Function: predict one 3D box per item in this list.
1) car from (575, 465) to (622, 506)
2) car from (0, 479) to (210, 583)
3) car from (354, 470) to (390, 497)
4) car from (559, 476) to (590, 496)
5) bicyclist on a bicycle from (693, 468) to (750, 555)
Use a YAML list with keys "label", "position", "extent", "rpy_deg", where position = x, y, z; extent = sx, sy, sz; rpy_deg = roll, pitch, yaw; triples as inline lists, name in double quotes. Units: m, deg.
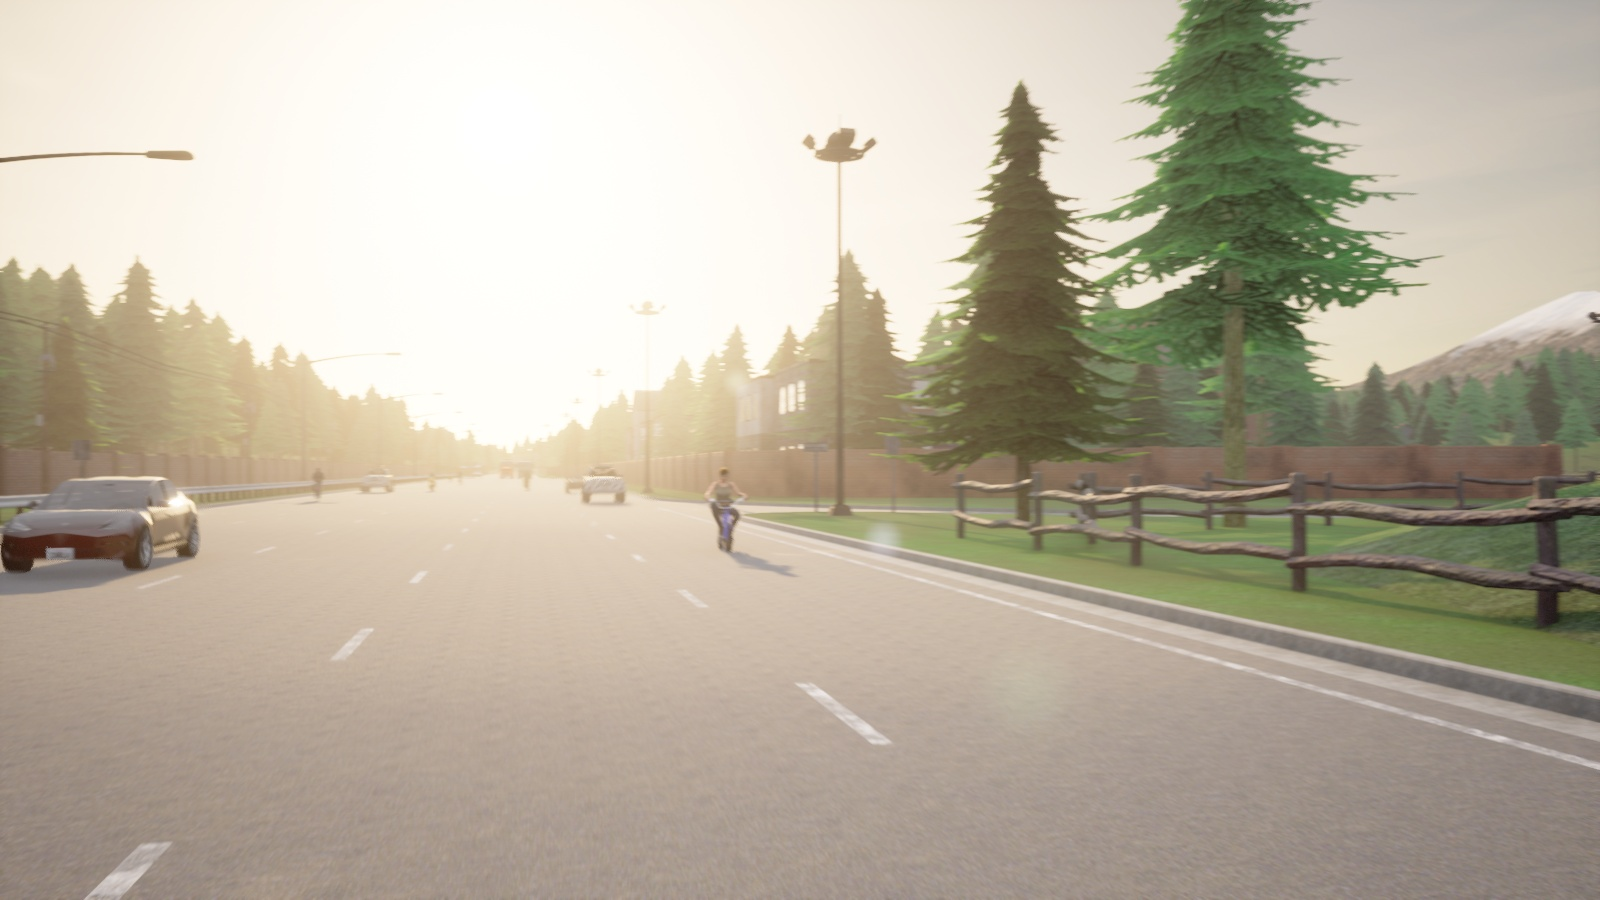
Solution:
- label: "car"
  position: [-9.779, 1.693, 60.773]
  extent: [1.932, 1.855, 4.605]
  rpy_deg: [0, -1, -13]
- label: "car"
  position: [-11.599, 1.259, 20.996]
  extent: [2.163, 1.488, 4.792]
  rpy_deg: [0, -1, -13]
- label: "car"
  position: [-30.821, 2.370, 90.556]
  extent: [1.932, 1.855, 4.605]
  rpy_deg: [0, -1, -13]
- label: "car"
  position: [-15.658, 2.451, 86.941]
  extent: [1.895, 1.301, 4.718]
  rpy_deg: [0, -1, -13]
- label: "bicyclist on a bicycle"
  position: [-1.522, 1.148, 24.059]
  extent: [0.866, 1.612, 1.509]
  rpy_deg: [0, -1, -12]
